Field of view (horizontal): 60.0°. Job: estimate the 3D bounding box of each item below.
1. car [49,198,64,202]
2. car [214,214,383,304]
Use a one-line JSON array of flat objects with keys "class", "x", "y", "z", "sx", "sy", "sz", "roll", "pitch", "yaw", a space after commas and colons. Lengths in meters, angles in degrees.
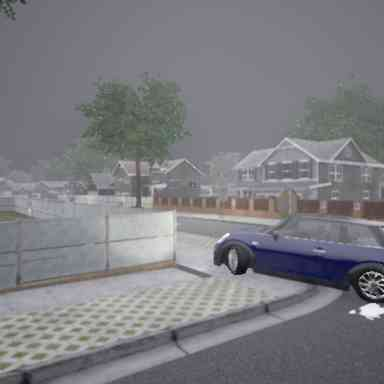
[{"class": "car", "x": -18.985, "y": 1.581, "z": 46.603, "sx": 2.128, "sy": 1.511, "sz": 4.902, "roll": 0, "pitch": 0, "yaw": -36}, {"class": "car", "x": 2.832, "y": 1.319, "z": 8.314, "sx": 4.553, "sy": 1.767, "sz": 2.097, "roll": 4, "pitch": 2, "yaw": 33}]
